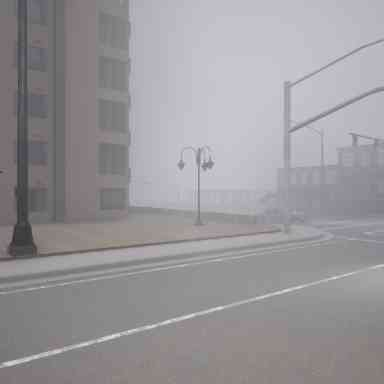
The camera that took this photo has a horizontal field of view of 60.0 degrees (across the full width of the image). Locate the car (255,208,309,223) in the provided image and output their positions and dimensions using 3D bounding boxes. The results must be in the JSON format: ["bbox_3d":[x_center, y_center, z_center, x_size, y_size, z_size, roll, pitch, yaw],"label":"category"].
[{"bbox_3d":[7.958,2.096,29.830,1.895,1.301,4.718,0,-4,-36],"label":"car"}]

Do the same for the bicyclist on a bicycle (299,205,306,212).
[{"bbox_3d":[13.575,2.464,40.693,1.656,1.620,0.582,0,-8,-35],"label":"bicyclist on a bicycle"}]
